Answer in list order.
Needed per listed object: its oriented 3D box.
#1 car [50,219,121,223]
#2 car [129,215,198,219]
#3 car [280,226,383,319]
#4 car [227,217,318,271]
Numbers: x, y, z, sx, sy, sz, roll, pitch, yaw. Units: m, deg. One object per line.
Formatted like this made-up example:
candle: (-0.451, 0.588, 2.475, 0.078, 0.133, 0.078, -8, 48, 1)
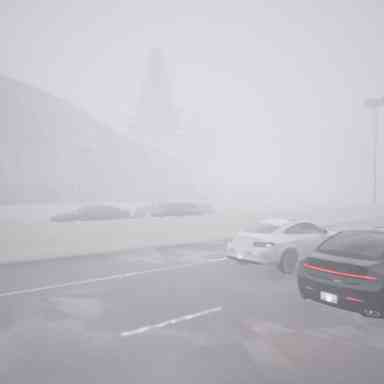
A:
car: (-6.374, 1.522, 21.215, 5.008, 1.535, 1.882, 0, 0, -38)
car: (-1.523, 1.389, 20.615, 4.553, 1.767, 2.097, 0, 0, -39)
car: (4.207, 1.513, 7.045, 4.892, 1.490, 1.837, 0, 0, -38)
car: (3.155, 1.541, 10.652, 4.674, 1.442, 1.812, 0, 0, -38)
